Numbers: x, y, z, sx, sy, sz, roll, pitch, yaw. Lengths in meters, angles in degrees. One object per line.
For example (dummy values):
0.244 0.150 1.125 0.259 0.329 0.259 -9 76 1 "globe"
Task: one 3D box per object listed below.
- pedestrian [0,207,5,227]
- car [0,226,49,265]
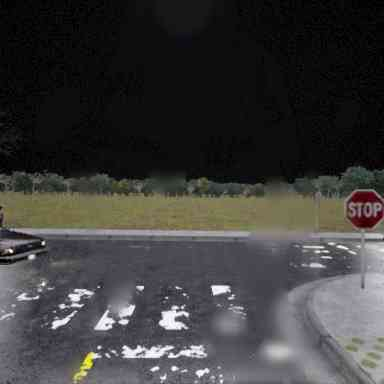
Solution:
-9.685 0.999 16.820 0.375 1.860 0.375 0 -1 0 "pedestrian"
-7.277 1.469 10.313 5.357 1.411 2.033 1 0 12 "car"
